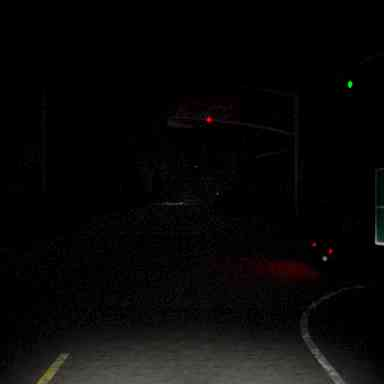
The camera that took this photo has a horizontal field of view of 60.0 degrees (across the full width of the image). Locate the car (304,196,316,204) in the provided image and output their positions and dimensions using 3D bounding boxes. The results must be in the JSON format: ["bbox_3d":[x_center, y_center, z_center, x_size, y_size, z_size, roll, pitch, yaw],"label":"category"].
[{"bbox_3d":[22.355,1.552,64.083,1.970,1.475,3.806,0,0,0],"label":"car"}]

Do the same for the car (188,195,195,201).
[{"bbox_3d":[-0.130,1.552,86.342,1.994,1.385,4.181,0,0,0],"label":"car"}]

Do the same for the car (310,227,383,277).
[{"bbox_3d":[6.367,1.793,10.418,4.718,1.301,1.895,0,0,0],"label":"car"}]

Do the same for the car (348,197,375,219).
[{"bbox_3d":[14.311,1.504,24.998,3.866,1.878,1.905,0,0,0],"label":"car"}]

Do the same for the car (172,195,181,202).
[{"bbox_3d":[-3.619,1.540,78.920,2.033,1.411,5.357,0,0,0],"label":"car"}]

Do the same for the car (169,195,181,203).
[{"bbox_3d":[-3.612,1.352,68.598,2.097,1.767,4.553,0,0,0],"label":"car"}]

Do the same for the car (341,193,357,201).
[{"bbox_3d":[34.741,1.489,71.903,2.007,1.523,4.514,0,0,0],"label":"car"}]

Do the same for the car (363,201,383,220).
[{"bbox_3d":[18.625,1.672,30.678,4.611,1.667,2.242,0,0,0],"label":"car"}]
